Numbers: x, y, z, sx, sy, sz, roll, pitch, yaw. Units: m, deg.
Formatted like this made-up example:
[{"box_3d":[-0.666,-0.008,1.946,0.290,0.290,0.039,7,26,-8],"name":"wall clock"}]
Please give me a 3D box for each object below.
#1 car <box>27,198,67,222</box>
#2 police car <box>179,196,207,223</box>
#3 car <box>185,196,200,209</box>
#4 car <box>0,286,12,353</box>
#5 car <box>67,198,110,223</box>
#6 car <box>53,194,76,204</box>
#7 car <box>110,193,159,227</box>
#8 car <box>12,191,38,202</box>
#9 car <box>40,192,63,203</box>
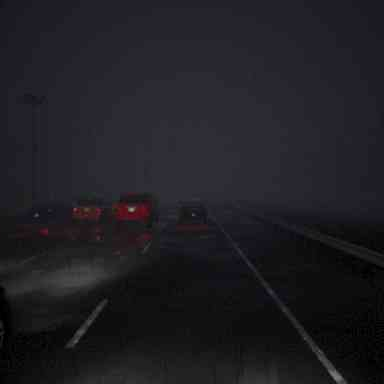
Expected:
[{"box_3d":[-10.415,1.370,24.612,1.812,1.442,4.674,0,0,0],"name":"car"},{"box_3d":[0.085,1.273,24.028,1.930,1.638,5.238,0,0,0],"name":"police car"},{"box_3d":[0.075,1.267,41.046,1.812,1.442,4.674,0,0,0],"name":"car"},{"box_3d":[-3.402,1.474,2.666,2.128,1.511,4.902,0,0,0],"name":"car"},{"box_3d":[-6.912,1.200,23.970,2.097,1.767,4.553,0,0,0],"name":"car"},{"box_3d":[-21.093,1.129,55.187,1.882,1.535,5.008,0,0,0],"name":"car"},{"box_3d":[-3.413,1.086,21.460,2.150,2.045,5.566,0,0,0],"name":"car"},{"box_3d":[-31.599,0.828,62.984,2.150,2.045,5.566,0,0,0],"name":"car"},{"box_3d":[-24.579,0.983,58.382,2.097,1.767,4.553,0,0,0],"name":"car"}]
